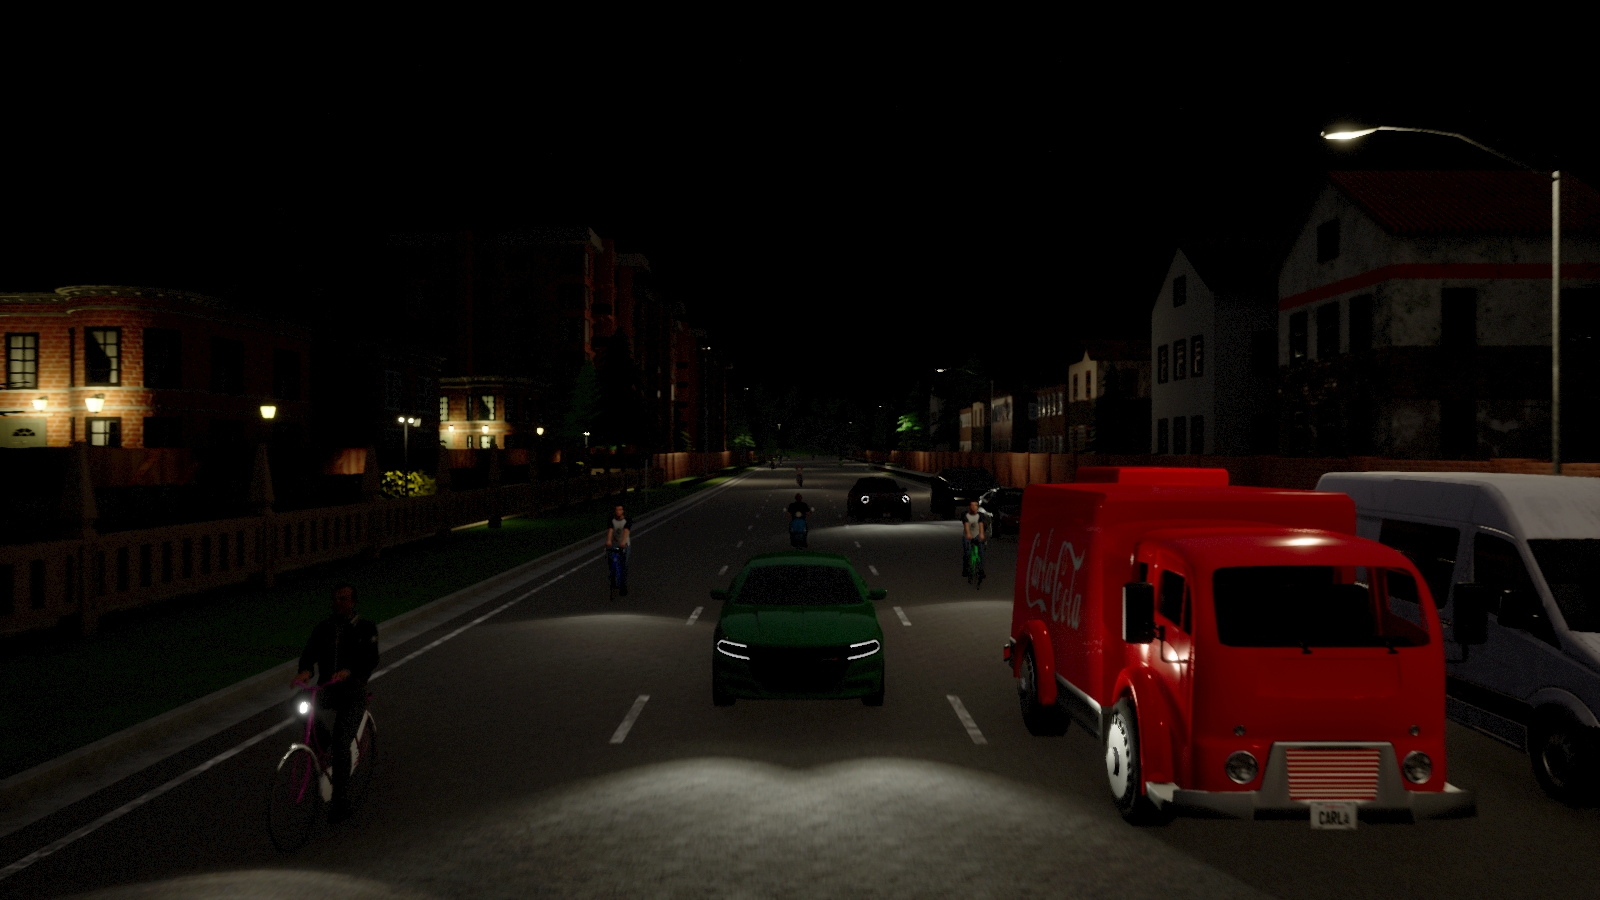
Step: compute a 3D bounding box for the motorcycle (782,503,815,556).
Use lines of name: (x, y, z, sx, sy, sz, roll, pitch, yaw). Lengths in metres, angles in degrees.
motorcycle: (-0.038, 2.139, 31.068, 0.856, 1.316, 1.805, 0, 0, 0)

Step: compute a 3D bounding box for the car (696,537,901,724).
car: (-0.020, 2.033, 14.161, 2.097, 1.535, 5.006, 0, 0, 0)

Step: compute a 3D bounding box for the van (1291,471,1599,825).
van: (6.986, 1.534, 10.989, 1.988, 2.561, 5.915, 0, 0, 0)

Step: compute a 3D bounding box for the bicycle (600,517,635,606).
bicycle: (-3.414, 2.054, 21.414, 0.373, 1.496, 1.643, 0, 0, 1)

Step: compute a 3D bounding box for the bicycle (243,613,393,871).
bicycle: (-3.507, 2.058, 8.460, 0.329, 1.471, 1.835, 0, -1, 0)

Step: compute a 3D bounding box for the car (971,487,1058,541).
car: (6.950, 2.037, 37.458, 2.007, 1.525, 4.514, 0, 0, 0)

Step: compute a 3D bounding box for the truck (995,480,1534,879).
truck: (3.482, 1.567, 10.070, 2.627, 2.467, 5.204, 0, 0, 0)

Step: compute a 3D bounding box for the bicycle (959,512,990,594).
bicycle: (3.523, 2.055, 23.147, 0.373, 1.496, 1.643, 0, 1, 0)

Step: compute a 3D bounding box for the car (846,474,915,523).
car: (3.156, 1.902, 45.852, 2.097, 1.767, 4.553, 0, 0, -4)
